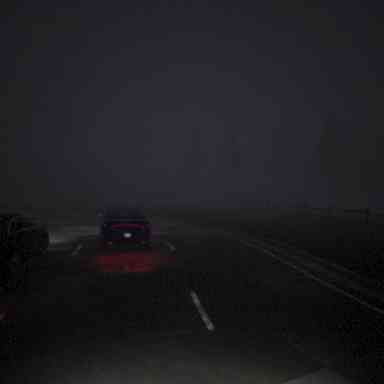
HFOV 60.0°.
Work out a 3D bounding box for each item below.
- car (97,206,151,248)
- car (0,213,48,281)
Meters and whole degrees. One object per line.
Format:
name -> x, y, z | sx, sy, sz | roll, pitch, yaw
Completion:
car -> -2.952, 1.347, 14.166 | 1.882, 1.535, 5.008 | 2, 0, -16
car -> -5.332, 1.306, 9.111 | 2.128, 1.511, 4.902 | 2, 0, -11
